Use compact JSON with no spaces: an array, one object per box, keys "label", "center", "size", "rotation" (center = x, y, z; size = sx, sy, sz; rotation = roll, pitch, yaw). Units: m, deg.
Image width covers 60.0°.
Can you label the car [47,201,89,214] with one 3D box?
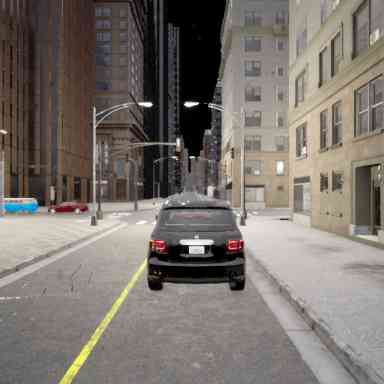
[{"label":"car","center":[-13.926,1.724,37.508],"size":[4.507,1.381,1.887],"rotation":[-1,0,0]}]

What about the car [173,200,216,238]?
[{"label":"car","center":[0.121,1.356,18.618],"size":[2.097,1.767,4.553],"rotation":[0,0,0]}]

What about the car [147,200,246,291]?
[{"label":"car","center":[0.113,1.223,9.169],"size":[2.150,2.045,5.566],"rotation":[0,0,0]}]

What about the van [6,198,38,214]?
[{"label":"van","center":[-19.553,1.588,37.536],"size":[3.998,1.788,1.690],"rotation":[-1,0,0]}]
